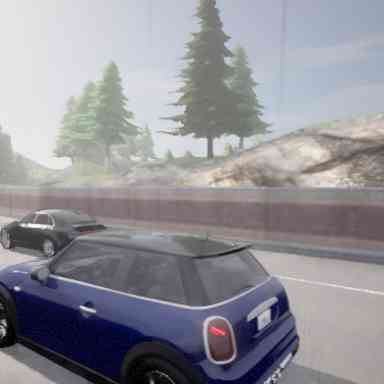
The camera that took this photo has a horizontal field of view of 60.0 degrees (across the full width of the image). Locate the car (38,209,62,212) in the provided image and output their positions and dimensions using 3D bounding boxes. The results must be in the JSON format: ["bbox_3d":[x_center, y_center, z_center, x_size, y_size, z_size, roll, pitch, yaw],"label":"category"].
[{"bbox_3d":[-5.071,1.397,12.017,4.892,1.490,1.837,1,0,37],"label":"car"}]

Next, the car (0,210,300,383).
[{"bbox_3d":[-0.974,1.318,4.684,4.553,1.767,2.097,1,0,36],"label":"car"}]
